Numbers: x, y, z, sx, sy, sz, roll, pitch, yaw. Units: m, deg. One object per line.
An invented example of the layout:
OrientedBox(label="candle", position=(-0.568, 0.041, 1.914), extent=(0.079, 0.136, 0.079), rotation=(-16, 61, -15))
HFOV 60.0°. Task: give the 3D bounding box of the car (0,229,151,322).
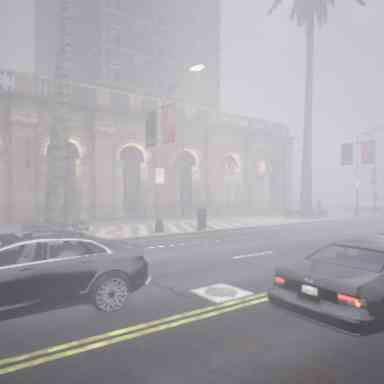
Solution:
OrientedBox(label="car", position=(-3.130, 1.491, 6.053), extent=(4.902, 1.511, 2.128), rotation=(0, 0, -36))

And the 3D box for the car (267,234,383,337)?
OrientedBox(label="car", position=(3.862, 1.562, 6.567), extent=(5.357, 1.411, 2.033), rotation=(0, 0, -35))
